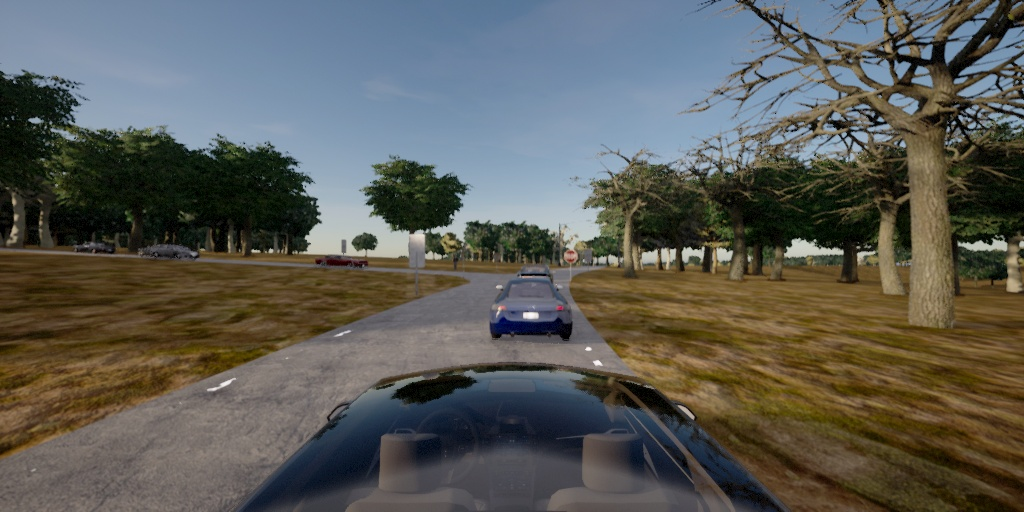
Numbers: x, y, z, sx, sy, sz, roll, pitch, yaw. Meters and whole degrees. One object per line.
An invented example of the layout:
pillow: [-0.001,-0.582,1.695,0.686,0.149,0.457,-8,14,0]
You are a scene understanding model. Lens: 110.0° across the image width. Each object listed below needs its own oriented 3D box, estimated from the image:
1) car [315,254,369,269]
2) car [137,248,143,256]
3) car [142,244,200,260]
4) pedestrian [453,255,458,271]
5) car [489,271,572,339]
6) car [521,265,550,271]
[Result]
car: [-16.385,0.527,34.723,4.718,1.301,1.895,2,-1,10]
car: [-41.575,-0.618,42.348,4.902,1.511,2.128,2,-1,10]
car: [-35.837,-0.412,38.170,4.902,1.511,2.128,2,-1,10]
pedestrian: [-6.219,0.731,39.392,0.375,1.860,0.375,0,-4,10]
car: [0.494,1.288,9.973,1.994,1.385,4.181,0,0,2]
car: [1.278,1.189,18.988,2.128,1.511,4.902,0,0,7]
